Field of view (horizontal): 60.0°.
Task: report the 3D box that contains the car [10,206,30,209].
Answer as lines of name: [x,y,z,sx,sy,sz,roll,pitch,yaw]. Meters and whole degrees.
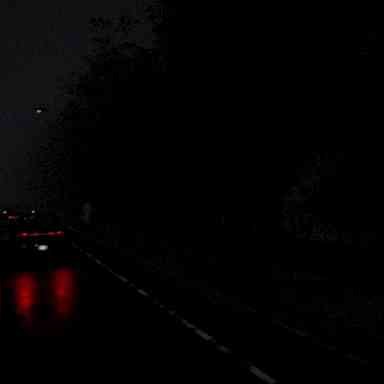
car: [-12.981,1.796,25.111,2.033,1.411,5.357,0,0,-29]

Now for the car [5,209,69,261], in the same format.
car: [-6.035,1.614,12.941,2.128,1.511,4.902,0,0,-29]
